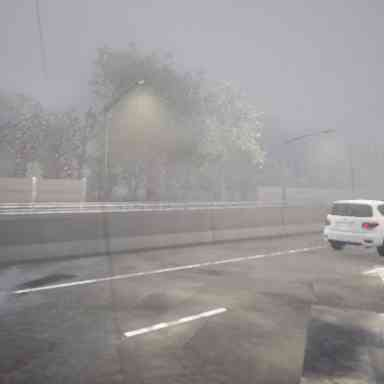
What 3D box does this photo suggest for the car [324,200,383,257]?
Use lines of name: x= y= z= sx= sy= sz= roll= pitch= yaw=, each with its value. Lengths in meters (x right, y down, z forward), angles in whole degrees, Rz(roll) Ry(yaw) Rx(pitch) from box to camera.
car: x=7.757 y=1.351 z=13.703 sx=5.566 sy=2.045 sz=2.150 roll=1 pitch=0 yaw=-35
